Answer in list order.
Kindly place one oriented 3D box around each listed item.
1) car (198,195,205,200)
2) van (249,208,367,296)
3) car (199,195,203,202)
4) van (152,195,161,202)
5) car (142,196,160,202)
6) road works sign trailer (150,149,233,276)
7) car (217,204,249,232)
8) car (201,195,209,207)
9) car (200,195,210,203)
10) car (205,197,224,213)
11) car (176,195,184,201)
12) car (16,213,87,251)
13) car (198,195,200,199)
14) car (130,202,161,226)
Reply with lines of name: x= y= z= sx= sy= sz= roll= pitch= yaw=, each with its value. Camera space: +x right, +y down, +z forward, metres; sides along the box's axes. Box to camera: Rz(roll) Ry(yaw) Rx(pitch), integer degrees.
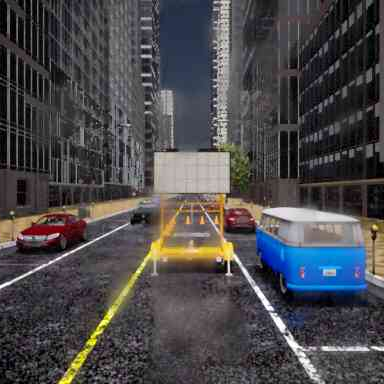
car: x=2.666 y=1.462 z=93.733 sx=1.887 sy=1.381 sz=4.507 roll=0 pitch=0 yaw=0
van: x=2.688 y=1.341 z=8.347 sx=1.690 sy=1.788 sz=3.998 roll=0 pitch=0 yaw=0
car: x=2.676 y=1.538 z=53.886 sx=2.008 sy=1.369 sz=4.403 roll=0 pitch=0 yaw=0
van: x=-5.704 y=1.328 z=53.887 sx=1.690 sy=1.788 sz=3.998 roll=0 pitch=0 yaw=0
car: x=-5.702 y=1.548 z=42.502 sx=2.008 sy=1.369 sz=4.403 roll=0 pitch=0 yaw=0
road works sign trailer: x=-0.003 y=0.464 z=10.365 sx=2.380 sy=3.560 sz=2.880 roll=0 pitch=0 yaw=0
car: x=2.685 y=1.581 z=19.731 sx=1.802 sy=1.307 sz=4.206 roll=0 pitch=0 yaw=0
car: x=2.678 y=1.544 z=48.193 sx=2.008 sy=1.369 sz=4.403 roll=0 pitch=0 yaw=0
car: x=2.672 y=1.401 z=70.963 sx=1.967 sy=1.590 sz=4.097 roll=0 pitch=0 yaw=0
car: x=2.680 y=1.581 z=36.808 sx=1.802 sy=1.307 sz=4.206 roll=0 pitch=0 yaw=0
car: x=-3.024 y=1.426 z=86.166 sx=2.128 sy=1.511 sz=4.902 roll=0 pitch=0 yaw=0
car: x=-5.695 y=1.582 z=14.039 sx=1.802 sy=1.307 sz=4.206 roll=0 pitch=0 yaw=0
car: x=2.673 y=1.410 z=65.271 sx=1.967 sy=1.590 sz=4.097 roll=0 pitch=0 yaw=0
car: x=-3.106 y=1.600 z=23.410 sx=1.895 sy=1.301 sz=4.718 roll=0 pitch=0 yaw=0
